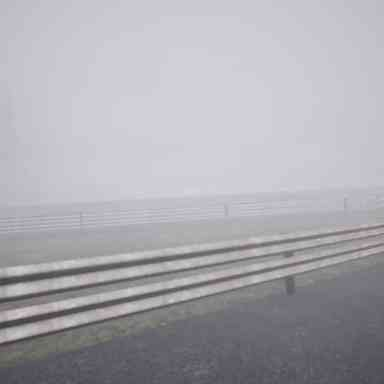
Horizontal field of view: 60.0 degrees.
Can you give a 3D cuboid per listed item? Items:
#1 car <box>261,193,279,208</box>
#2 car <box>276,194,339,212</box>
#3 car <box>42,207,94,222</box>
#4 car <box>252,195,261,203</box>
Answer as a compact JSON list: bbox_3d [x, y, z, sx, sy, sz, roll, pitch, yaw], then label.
[{"bbox_3d":[10.170,0.948,34.707,4.892,1.490,1.837,-3,1,-14],"label":"car"},{"bbox_3d":[11.127,1.030,31.341,5.357,1.411,2.033,-3,1,-14],"label":"car"},{"bbox_3d":[-12.106,2.097,32.762,4.718,1.301,1.895,-3,1,-14],"label":"car"},{"bbox_3d":[9.247,0.890,38.085,4.902,1.511,2.128,-3,1,-14],"label":"car"}]
